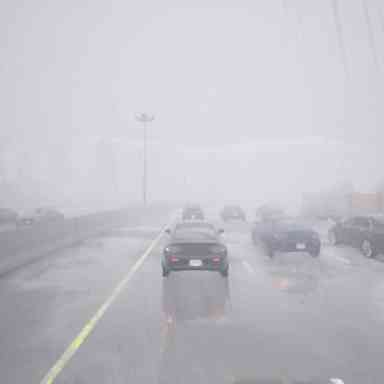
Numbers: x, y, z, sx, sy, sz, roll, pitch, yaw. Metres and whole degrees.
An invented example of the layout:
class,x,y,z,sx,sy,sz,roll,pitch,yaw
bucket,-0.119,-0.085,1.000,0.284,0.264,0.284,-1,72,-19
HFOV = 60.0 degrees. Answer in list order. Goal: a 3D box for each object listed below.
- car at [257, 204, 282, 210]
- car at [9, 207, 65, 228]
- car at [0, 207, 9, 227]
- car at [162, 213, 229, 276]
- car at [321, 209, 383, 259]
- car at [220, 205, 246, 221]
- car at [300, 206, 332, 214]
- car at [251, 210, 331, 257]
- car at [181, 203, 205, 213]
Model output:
class,x,y,z,sx,sy,sz,roll,pitch,yaw
car,7.090,1.795,30.396,1.812,1.442,4.674,0,-1,0
car,-10.596,1.771,23.458,1.994,1.385,4.181,0,-1,0
car,-14.096,1.775,23.851,1.994,1.385,4.181,0,-1,0
car,0.083,1.620,10.584,1.812,1.442,4.674,0,-1,0
car,7.096,1.622,13.163,1.837,1.490,4.892,0,-1,0
car,3.590,1.829,29.891,1.994,1.385,4.181,0,-1,0
car,10.590,1.848,27.798,1.895,1.301,4.718,0,-1,0
car,3.611,1.644,13.310,1.812,1.442,4.674,0,-1,0
car,0.091,1.765,29.369,1.837,1.490,4.892,0,-1,0
